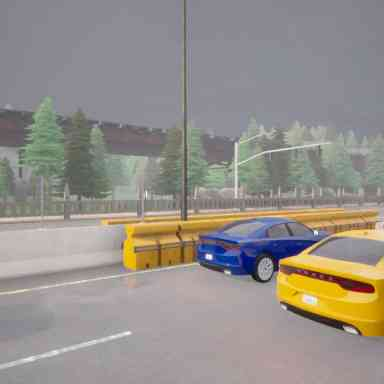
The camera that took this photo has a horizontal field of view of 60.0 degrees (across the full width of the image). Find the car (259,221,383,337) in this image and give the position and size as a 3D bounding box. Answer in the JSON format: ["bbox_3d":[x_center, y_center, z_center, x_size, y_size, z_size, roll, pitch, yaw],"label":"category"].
[{"bbox_3d":[3.799,1.478,6.464,5.008,1.535,1.882,0,0,-35],"label":"car"}]

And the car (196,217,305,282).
[{"bbox_3d":[2.438,1.478,9.793,5.008,1.535,1.882,0,0,-36],"label":"car"}]
